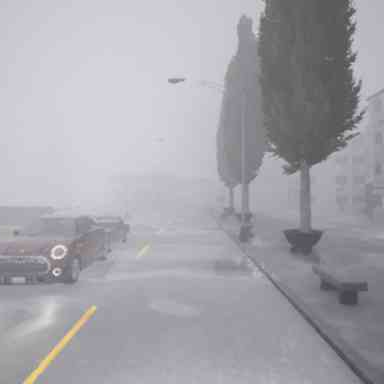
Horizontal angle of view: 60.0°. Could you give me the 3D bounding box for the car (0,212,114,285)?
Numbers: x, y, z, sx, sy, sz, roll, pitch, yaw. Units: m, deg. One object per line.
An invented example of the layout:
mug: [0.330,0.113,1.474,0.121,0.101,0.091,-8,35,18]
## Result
car: [-3.996,1.465,9.906,2.097,1.767,4.553,0,-1,0]

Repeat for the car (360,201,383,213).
car: [23.921,1.938,44.198,1.845,1.501,3.633,0,-1,11]

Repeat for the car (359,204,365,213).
car: [23.579,2.150,41.398,4.974,1.542,2.038,0,-1,30]

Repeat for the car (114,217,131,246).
car: [-4.049,1.768,14.642,1.895,1.301,4.718,0,-1,0]

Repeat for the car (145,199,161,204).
car: [-9.054,2.280,76.425,3.633,1.501,1.845,0,-1,0]
